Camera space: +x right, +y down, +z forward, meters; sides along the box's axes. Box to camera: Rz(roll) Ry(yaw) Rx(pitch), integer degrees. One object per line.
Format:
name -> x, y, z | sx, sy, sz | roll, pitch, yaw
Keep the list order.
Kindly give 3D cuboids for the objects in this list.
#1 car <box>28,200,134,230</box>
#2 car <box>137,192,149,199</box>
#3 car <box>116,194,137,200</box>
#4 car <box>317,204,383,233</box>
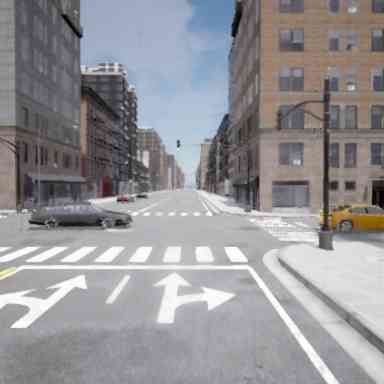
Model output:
car -> -6.082, 1.321, 18.437 | 5.357, 1.411, 2.033 | 0, 1, -1
car -> -9.765, 0.717, 65.765 | 1.895, 1.301, 4.718 | 0, 1, 0
car -> -9.812, 0.956, 49.098 | 1.895, 1.301, 4.718 | 0, 1, 0
car -> 9.629, 1.426, 18.510 | 5.008, 1.535, 1.882 | 1, 1, 0
